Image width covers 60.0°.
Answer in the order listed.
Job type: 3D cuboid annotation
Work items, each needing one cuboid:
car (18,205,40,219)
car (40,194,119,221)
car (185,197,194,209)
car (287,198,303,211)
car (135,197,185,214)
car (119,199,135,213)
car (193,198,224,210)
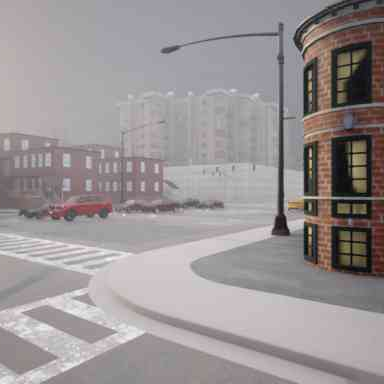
[{"bbox_3d":[-12.212,1.544,29.235,2.033,1.411,5.357,0,0,36],"label":"car"},{"bbox_3d":[-9.131,1.219,27.523,2.150,2.045,5.566,0,0,36],"label":"car"},{"bbox_3d":[-0.706,1.488,45.289,2.128,1.511,4.902,0,0,36],"label":"car"},{"bbox_3d":[13.160,1.476,40.312,1.882,1.535,5.008,0,0,36],"label":"car"},{"bbox_3d":[-3.337,1.475,35.624,1.882,1.535,5.008,0,0,36],"label":"car"},{"bbox_3d":[-6.483,1.522,37.227,1.812,1.442,4.674,0,0,35],"label":"car"},{"bbox_3d":[2.539,1.561,43.810,1.994,1.385,4.181,0,0,36],"label":"car"}]
